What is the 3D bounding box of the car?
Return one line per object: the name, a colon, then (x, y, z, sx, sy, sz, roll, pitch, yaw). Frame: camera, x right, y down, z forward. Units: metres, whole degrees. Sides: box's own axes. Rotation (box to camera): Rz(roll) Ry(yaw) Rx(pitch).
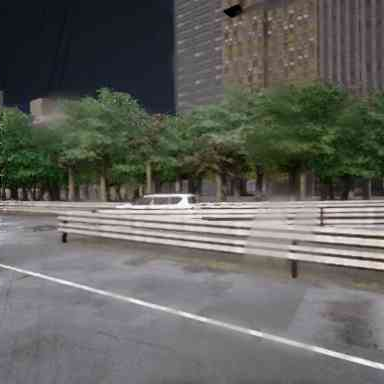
car: (-2.246, 1.151, 20.558, 5.566, 2.045, 2.150, -1, 0, 13)
